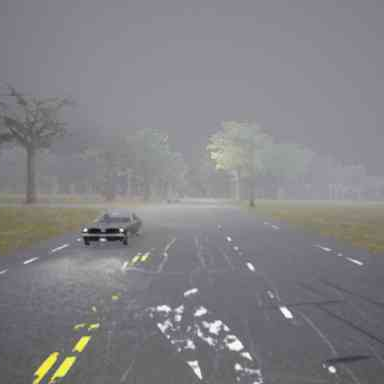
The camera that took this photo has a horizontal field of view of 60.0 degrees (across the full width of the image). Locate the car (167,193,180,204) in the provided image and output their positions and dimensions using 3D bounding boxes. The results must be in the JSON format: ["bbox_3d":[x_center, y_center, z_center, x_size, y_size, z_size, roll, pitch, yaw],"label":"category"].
[{"bbox_3d":[-3.504,1.211,62.536,2.150,2.045,5.566,0,0,0],"label":"car"}]

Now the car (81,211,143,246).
[{"bbox_3d":[-3.499,1.584,15.307,1.895,1.301,4.718,0,0,0],"label":"car"}]
